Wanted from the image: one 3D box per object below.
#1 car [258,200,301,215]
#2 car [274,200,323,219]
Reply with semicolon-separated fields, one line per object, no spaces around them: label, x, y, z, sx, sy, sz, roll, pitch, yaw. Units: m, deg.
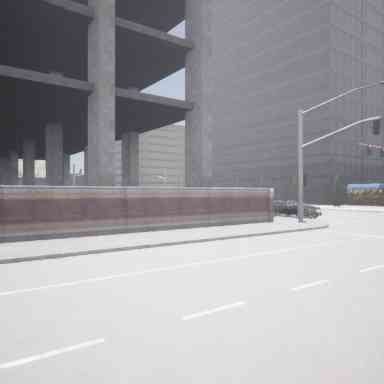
car;9.329;1.577;35.624;1.994;1.385;4.181;0;0;-36
car;9.231;1.503;29.695;2.128;1.511;4.902;0;0;-35
